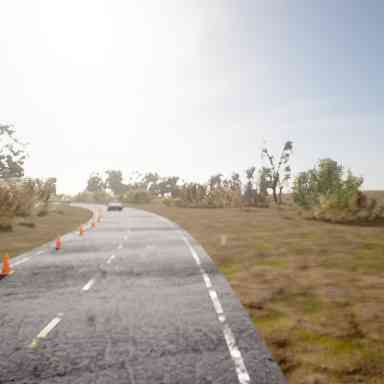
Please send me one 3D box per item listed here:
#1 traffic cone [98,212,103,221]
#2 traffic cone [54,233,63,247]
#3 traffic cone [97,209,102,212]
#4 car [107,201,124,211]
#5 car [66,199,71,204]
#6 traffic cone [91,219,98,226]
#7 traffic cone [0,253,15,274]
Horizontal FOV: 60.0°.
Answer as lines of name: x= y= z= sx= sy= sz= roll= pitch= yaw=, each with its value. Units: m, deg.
traffic cone: x=-8.165 y=2.235 z=29.091 sx=0.340 sy=0.580 sz=0.340 roll=0 pitch=-1 yaw=-12
traffic cone: x=-5.834 y=2.101 z=14.554 sx=0.340 sy=0.580 sz=0.340 roll=0 pitch=0 yaw=-6
traffic cone: x=-9.265 y=2.282 z=33.876 sx=0.340 sy=0.580 sz=0.340 roll=0 pitch=-1 yaw=-14
car: x=-11.064 y=1.987 z=47.738 sx=1.812 sy=1.442 sz=4.674 roll=0 pitch=-1 yaw=-19
car: x=-33.395 y=2.437 z=87.472 sx=2.128 sy=1.511 sz=4.902 roll=0 pitch=-1 yaw=-37
traffic cone: x=-7.226 y=2.190 z=24.272 sx=0.340 sy=0.580 sz=0.340 roll=0 pitch=-1 yaw=-10
traffic cone: x=-5.381 y=2.058 z=9.664 sx=0.340 sy=0.580 sz=0.340 roll=0 pitch=0 yaw=-4
